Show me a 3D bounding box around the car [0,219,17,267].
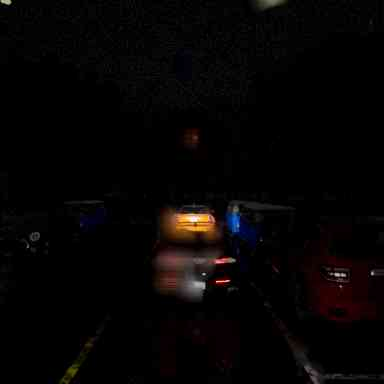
[{"bbox_3d":[-5.770,1.525,6.769,1.752,1.417,4.829,0,0,0],"label":"car"}]

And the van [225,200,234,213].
[{"bbox_3d":[2.743,1.342,17.823,1.690,1.788,3.998,0,0,0],"label":"van"}]

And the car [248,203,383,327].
[{"bbox_3d":[2.755,1.315,6.948,2.192,1.841,5.009,0,0,0],"label":"car"}]

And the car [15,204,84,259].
[{"bbox_3d":[-5.776,1.441,12.376,1.967,1.590,4.097,0,0,0],"label":"car"}]

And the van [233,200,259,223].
[{"bbox_3d":[2.749,1.342,12.385,1.690,1.788,3.998,0,0,0],"label":"van"}]

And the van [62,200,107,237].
[{"bbox_3d":[-5.783,1.342,17.814,1.690,1.788,3.998,0,0,0],"label":"van"}]

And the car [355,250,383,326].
[{"bbox_3d":[2.761,1.440,1.510,1.967,1.590,4.097,0,0,0],"label":"car"}]

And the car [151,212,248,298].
[{"bbox_3d":[0.094,1.492,8.471,2.128,1.511,4.902,0,0,0],"label":"car"}]

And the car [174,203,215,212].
[{"bbox_3d":[0.120,1.353,17.520,2.097,1.767,4.553,0,0,1],"label":"car"}]
